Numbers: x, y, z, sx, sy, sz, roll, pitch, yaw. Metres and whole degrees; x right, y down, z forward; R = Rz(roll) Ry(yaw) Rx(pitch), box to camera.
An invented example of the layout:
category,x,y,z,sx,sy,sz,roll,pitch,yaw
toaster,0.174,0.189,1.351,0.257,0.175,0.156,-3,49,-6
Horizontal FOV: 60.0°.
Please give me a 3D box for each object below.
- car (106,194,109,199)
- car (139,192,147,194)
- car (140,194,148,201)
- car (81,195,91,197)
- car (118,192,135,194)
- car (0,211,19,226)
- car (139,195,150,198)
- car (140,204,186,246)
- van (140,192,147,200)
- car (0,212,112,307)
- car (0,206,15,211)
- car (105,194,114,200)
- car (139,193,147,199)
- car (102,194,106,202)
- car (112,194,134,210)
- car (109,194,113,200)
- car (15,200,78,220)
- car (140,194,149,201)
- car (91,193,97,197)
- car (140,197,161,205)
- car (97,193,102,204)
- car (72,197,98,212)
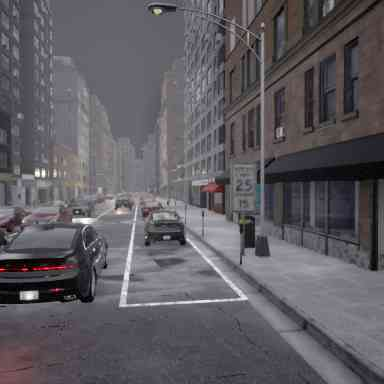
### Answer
category,x,y,z,sx,sy,sz,roll,pitch,yaw
car,-17.687,1.140,63.698,1.967,1.590,4.097,-1,0,-9
car,-7.493,1.151,53.840,1.967,1.590,4.097,-1,0,-9
car,-11.035,1.211,76.210,1.947,1.339,4.313,-1,0,-9
car,-14.141,1.348,41.327,1.947,1.339,4.313,-1,0,-9
car,-9.602,1.089,48.943,2.097,1.767,4.553,0,0,-9
car,-6.332,1.476,8.460,1.837,1.490,4.892,0,0,-9
car,-4.835,1.329,37.065,1.887,1.381,4.507,-1,0,-9
car,-1.291,1.469,14.696,2.008,1.369,4.403,-1,0,-9
van,-11.925,0.973,81.803,1.690,1.788,3.998,-1,0,-9
car,-3.116,1.473,7.980,1.837,1.490,4.892,0,0,-9
car,-10.597,1.488,18.958,1.802,1.307,4.206,-1,0,-9
car,-21.229,1.191,86.070,1.887,1.381,4.507,-1,0,-9
car,-13.695,1.051,92.987,1.967,1.590,4.097,-1,0,-9
car,-16.802,1.032,58.103,2.192,1.841,5.009,-1,0,-9
car,-7.923,1.287,38.696,1.837,1.490,4.892,0,0,-9
car,-20.343,1.202,80.477,1.887,1.381,4.507,-1,0,-9
car,-7.927,1.430,18.548,1.812,1.442,4.674,0,0,-9
car,-10.150,1.225,70.619,1.947,1.339,4.313,-1,0,-9
car,-15.029,1.198,46.919,1.967,1.590,4.097,-1,0,-9
car,-3.063,1.391,25.881,1.887,1.381,4.507,-1,0,-9
car,-15.915,1.176,52.512,1.967,1.590,4.097,-1,0,-9
car,-9.482,1.407,28.393,1.994,1.385,4.181,0,0,-10
